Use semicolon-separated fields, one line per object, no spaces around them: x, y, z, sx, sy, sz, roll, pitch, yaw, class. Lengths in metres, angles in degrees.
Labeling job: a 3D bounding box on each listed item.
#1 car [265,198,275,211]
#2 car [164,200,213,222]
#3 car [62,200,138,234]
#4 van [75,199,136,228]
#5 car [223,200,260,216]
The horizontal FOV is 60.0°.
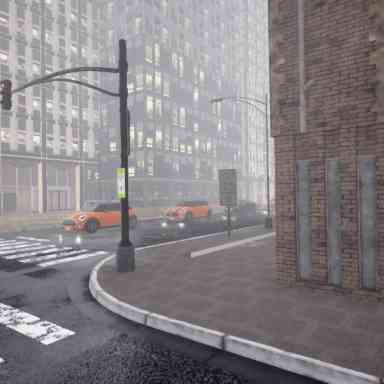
10.976;1.471;42.583;2.097;1.767;4.553;-1;-1;36;car
-0.227;1.433;27.095;2.097;1.767;4.553;-1;-1;36;car
-5.426;1.416;19.935;2.097;1.767;4.553;-1;-1;37;car
-5.990;1.460;23.534;1.690;1.788;3.998;-2;-1;36;van
5.043;1.590;34.396;2.128;1.511;4.902;-1;-1;36;car
